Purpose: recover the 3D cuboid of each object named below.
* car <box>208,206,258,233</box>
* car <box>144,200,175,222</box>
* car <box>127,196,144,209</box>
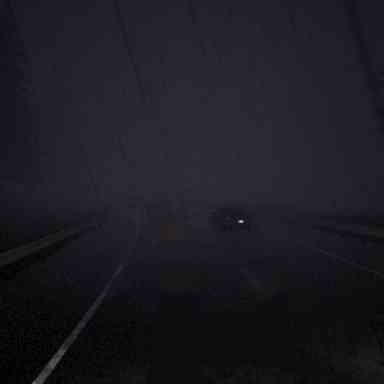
[{"bbox_3d":[2.191,1.450,18.736,1.994,1.385,4.181,0,0,-8],"label":"car"},{"bbox_3d":[-2.347,1.381,24.673,1.812,1.442,4.674,0,0,-11],"label":"car"},{"bbox_3d":[-6.959,1.265,41.453,1.837,1.490,4.892,0,0,-19],"label":"car"}]
